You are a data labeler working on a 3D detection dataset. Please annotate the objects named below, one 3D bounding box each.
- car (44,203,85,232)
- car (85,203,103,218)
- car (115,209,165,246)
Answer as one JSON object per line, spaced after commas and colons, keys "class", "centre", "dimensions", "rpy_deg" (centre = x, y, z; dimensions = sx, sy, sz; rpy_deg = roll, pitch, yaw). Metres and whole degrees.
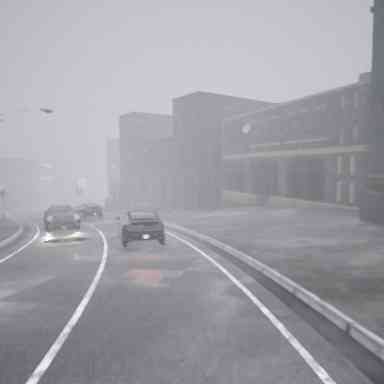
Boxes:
{"class": "car", "centre": [-8.812, 1.637, 22.471], "dimensions": [2.097, 1.767, 4.553], "rpy_deg": [-2, 0, -25]}
{"class": "car", "centre": [-10.257, 1.816, 32.778], "dimensions": [1.837, 1.490, 4.892], "rpy_deg": [-3, 0, -32]}
{"class": "car", "centre": [-2.512, 1.574, 15.930], "dimensions": [1.837, 1.490, 4.892], "rpy_deg": [-1, 0, -15]}
